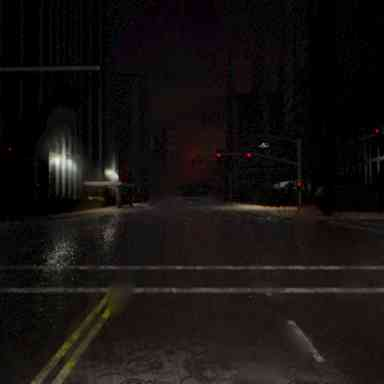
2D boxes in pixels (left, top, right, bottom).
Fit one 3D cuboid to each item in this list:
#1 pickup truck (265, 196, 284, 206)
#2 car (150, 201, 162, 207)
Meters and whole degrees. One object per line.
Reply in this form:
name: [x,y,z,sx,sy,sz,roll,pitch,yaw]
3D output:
pickup truck: [16.656,1.792,66.525,2.390,2.098,6.274,0,-1,31]
car: [-6.966,2.312,64.833,1.895,1.301,4.718,0,-1,0]
